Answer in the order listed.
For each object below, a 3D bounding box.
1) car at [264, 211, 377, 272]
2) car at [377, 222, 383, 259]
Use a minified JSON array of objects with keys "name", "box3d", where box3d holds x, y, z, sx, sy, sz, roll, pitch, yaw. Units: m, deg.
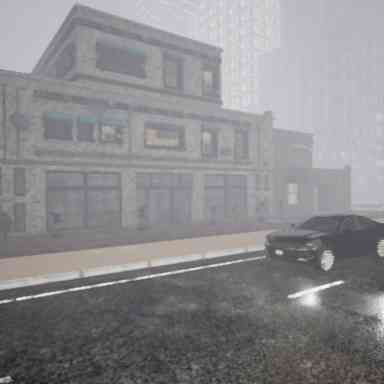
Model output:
[{"name":"car","box3d":[4.499,1.427,10.800,5.008,1.535,1.882,0,0,-35]},{"name":"car","box3d":[6.992,1.453,8.576,4.892,1.490,1.837,0,0,-35]}]
